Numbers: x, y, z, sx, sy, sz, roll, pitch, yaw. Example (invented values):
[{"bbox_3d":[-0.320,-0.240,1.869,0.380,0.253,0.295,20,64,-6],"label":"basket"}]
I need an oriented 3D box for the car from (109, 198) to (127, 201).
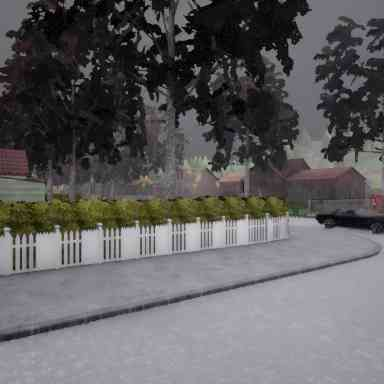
[{"bbox_3d":[-9.464,1.526,46.328,1.812,1.442,4.674,0,0,-35],"label":"car"}]

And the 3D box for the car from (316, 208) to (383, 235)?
[{"bbox_3d":[9.629,1.601,19.095,1.895,1.301,4.718,0,0,-29],"label":"car"}]

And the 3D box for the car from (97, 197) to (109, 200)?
[{"bbox_3d":[-17.267,1.564,64.464,1.994,1.385,4.181,0,0,-36],"label":"car"}]
